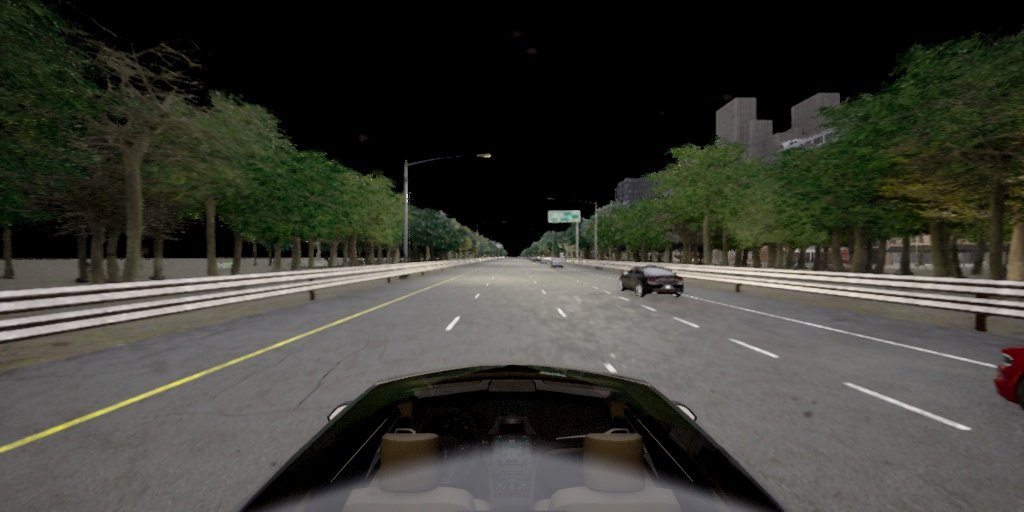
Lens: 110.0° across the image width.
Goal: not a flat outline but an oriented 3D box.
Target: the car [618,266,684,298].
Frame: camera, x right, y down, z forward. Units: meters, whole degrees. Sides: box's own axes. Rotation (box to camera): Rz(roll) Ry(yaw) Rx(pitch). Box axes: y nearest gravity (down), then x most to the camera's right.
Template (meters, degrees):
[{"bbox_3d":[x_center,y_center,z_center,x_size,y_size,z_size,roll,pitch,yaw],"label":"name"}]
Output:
[{"bbox_3d":[7.009,1.236,18.577,1.882,1.535,5.008,0,0,0],"label":"car"}]

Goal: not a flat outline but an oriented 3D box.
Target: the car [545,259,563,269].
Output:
[{"bbox_3d":[7.153,1.298,58.607,2.033,1.411,5.357,0,0,0],"label":"car"}]

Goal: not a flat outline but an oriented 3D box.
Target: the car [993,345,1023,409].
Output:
[{"bbox_3d":[6.999,1.248,2.370,1.882,1.535,5.008,0,0,0],"label":"car"}]
